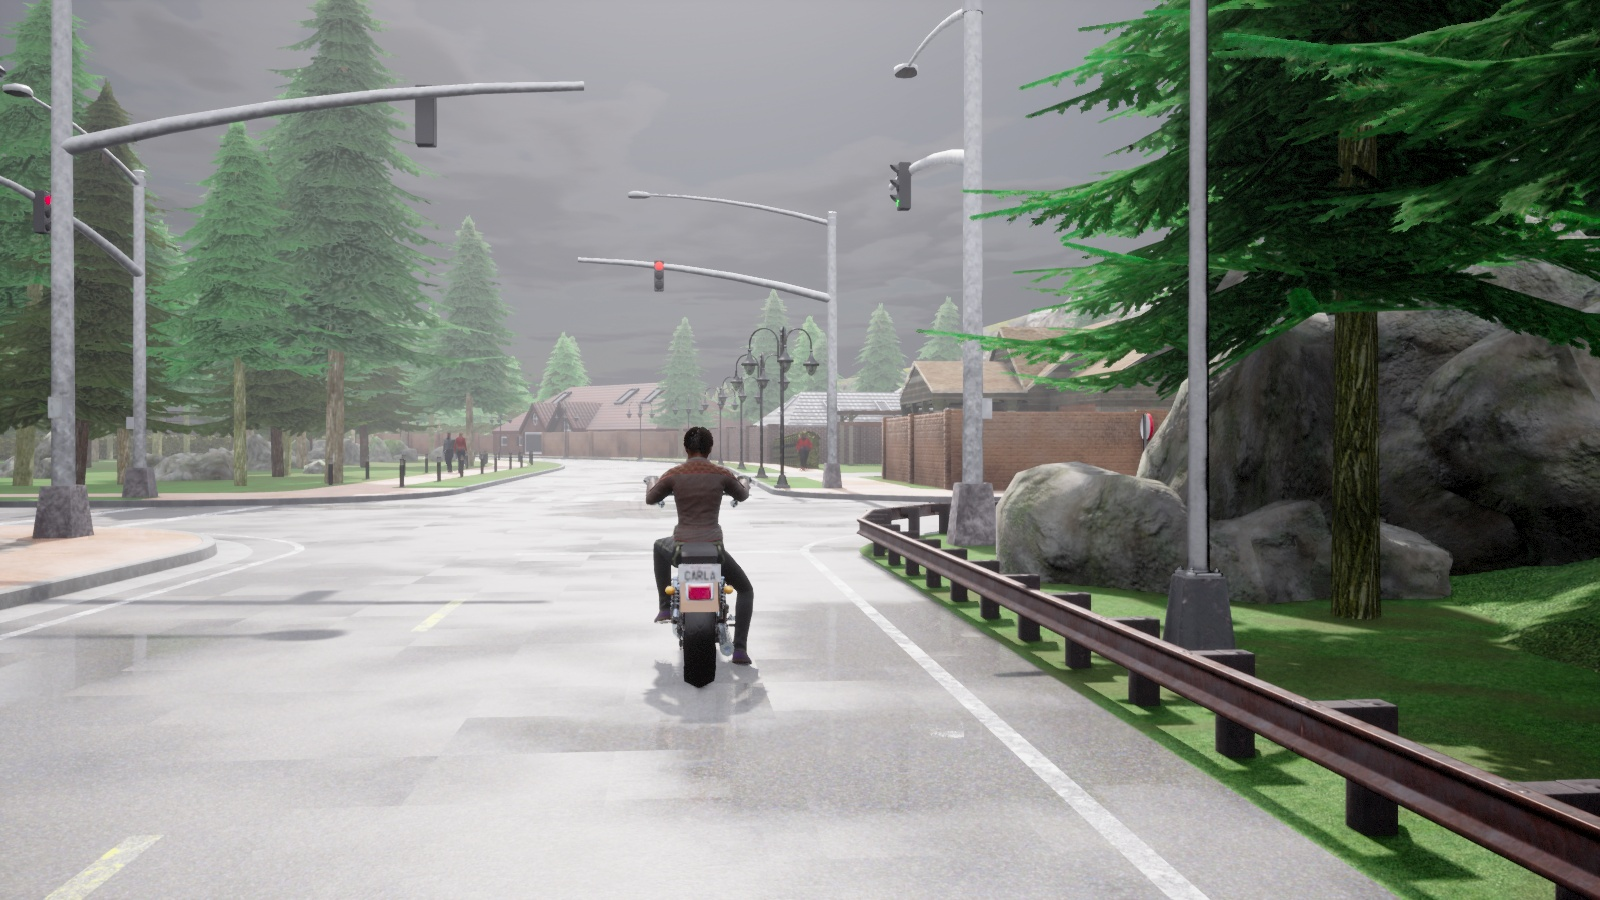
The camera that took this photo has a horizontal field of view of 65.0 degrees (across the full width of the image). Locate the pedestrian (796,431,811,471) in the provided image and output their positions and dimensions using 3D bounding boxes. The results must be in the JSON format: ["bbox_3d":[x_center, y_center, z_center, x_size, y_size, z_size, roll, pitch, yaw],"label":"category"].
[{"bbox_3d":[0.172,0.051,58.753,0.634,1.844,0.899,0,0,-5],"label":"pedestrian"}]

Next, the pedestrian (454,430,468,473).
[{"bbox_3d":[-14.593,0.055,54.064,0.331,1.846,0.636,0,0,8],"label":"pedestrian"}]

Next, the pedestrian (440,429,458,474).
[{"bbox_3d":[-15.315,0.050,54.828,0.423,1.949,0.788,0,0,13],"label":"pedestrian"}]

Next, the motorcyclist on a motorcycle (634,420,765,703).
[{"bbox_3d":[-0.693,0.648,8.534,0.766,1.649,2.350,0,0,-5],"label":"motorcyclist on a motorcycle"}]
